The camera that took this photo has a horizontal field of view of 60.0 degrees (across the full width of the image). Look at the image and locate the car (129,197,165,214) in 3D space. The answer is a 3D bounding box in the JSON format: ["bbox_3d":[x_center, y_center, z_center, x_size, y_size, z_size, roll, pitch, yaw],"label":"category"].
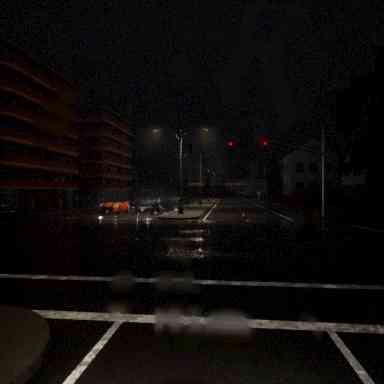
[{"bbox_3d":[-4.590,1.491,34.880,2.128,1.511,4.902,0,0,6],"label":"car"}]

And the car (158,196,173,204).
[{"bbox_3d":[-5.062,1.564,63.874,1.994,1.385,4.181,0,0,6],"label":"car"}]

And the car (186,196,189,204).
[{"bbox_3d":[-1.631,1.505,63.037,1.837,1.490,4.892,0,0,7],"label":"car"}]

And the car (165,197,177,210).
[{"bbox_3d":[-3.634,1.601,44.090,1.895,1.301,4.718,0,0,6],"label":"car"}]

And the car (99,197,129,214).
[{"bbox_3d":[-8.105,1.352,34.951,2.097,1.767,4.553,0,0,6],"label":"car"}]

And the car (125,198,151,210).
[{"bbox_3d":[-7.120,1.545,44.369,2.033,1.411,5.357,0,0,6],"label":"car"}]

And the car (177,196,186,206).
[{"bbox_3d":[-2.684,1.491,53.135,2.128,1.511,4.902,0,0,6],"label":"car"}]

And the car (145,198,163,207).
[{"bbox_3d":[-6.124,1.601,53.900,1.895,1.301,4.718,0,0,6],"label":"car"}]
